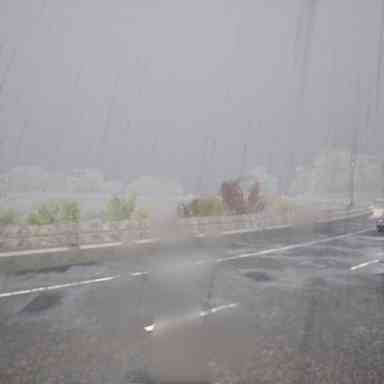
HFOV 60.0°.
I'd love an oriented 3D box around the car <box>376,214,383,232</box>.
[{"bbox_3d":[12.996,1.762,20.684,2.033,1.411,5.357,0,-1,42],"label":"car"}]
